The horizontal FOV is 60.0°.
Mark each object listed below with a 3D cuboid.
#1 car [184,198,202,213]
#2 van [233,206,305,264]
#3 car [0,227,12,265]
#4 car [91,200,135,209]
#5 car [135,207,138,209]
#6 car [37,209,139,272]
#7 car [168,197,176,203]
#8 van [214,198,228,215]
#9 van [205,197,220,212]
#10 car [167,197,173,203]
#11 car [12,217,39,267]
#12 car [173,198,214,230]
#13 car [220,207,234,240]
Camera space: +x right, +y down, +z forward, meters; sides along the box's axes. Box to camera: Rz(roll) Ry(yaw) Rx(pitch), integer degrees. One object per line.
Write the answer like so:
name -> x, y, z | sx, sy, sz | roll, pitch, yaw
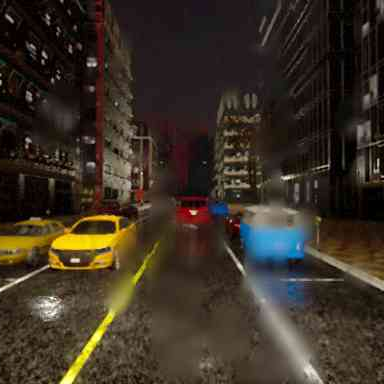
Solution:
car -> 0.101, 1.648, 41.417 | 2.097, 1.767, 4.553 | 0, 0, 0
van -> 2.709, 1.428, 11.997 | 1.690, 1.788, 3.998 | 1, 0, 0
car -> -5.674, 1.571, 6.291 | 1.752, 1.417, 4.829 | 1, 0, 0
car -> -5.669, 1.479, 22.995 | 2.192, 1.841, 5.009 | 1, 0, 0
car -> -5.673, 1.748, 28.504 | 1.887, 1.381, 4.507 | 1, 0, 0
car -> -3.099, 1.559, 11.342 | 1.882, 1.535, 5.008 | 0, 0, 0
car -> -5.670, 2.200, 94.025 | 1.752, 1.417, 4.829 | 1, 0, 0
van -> 2.710, 1.584, 34.028 | 1.690, 1.788, 3.998 | 1, 0, 0
van -> 2.711, 1.662, 45.044 | 1.690, 1.788, 3.998 | 1, 0, 0
car -> -5.671, 2.216, 88.511 | 1.802, 1.307, 4.206 | 1, 0, 0
car -> -5.674, 1.610, 11.801 | 1.752, 1.417, 4.829 | 1, 0, 0
car -> 0.103, 1.382, 22.402 | 2.150, 2.045, 5.566 | 0, 0, 0
car -> 2.705, 1.707, 17.502 | 1.802, 1.307, 4.206 | 1, 0, 0
